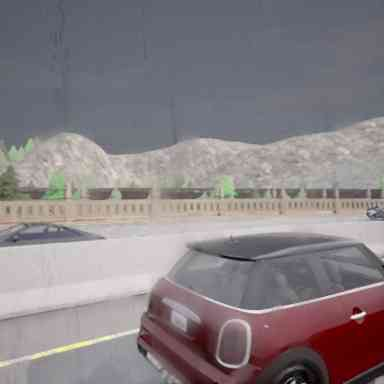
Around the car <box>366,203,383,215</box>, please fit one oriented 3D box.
[{"bbox_3d":[16.732,1.530,27.493,4.902,1.511,2.128,0,0,-18],"label":"car"}]

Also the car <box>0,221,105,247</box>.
[{"bbox_3d":[-4.489,1.527,9.164,4.181,1.385,1.994,0,0,-34],"label":"car"}]

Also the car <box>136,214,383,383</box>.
[{"bbox_3d":[1.638,1.351,4.599,4.553,1.767,2.097,0,0,-33],"label":"car"}]
